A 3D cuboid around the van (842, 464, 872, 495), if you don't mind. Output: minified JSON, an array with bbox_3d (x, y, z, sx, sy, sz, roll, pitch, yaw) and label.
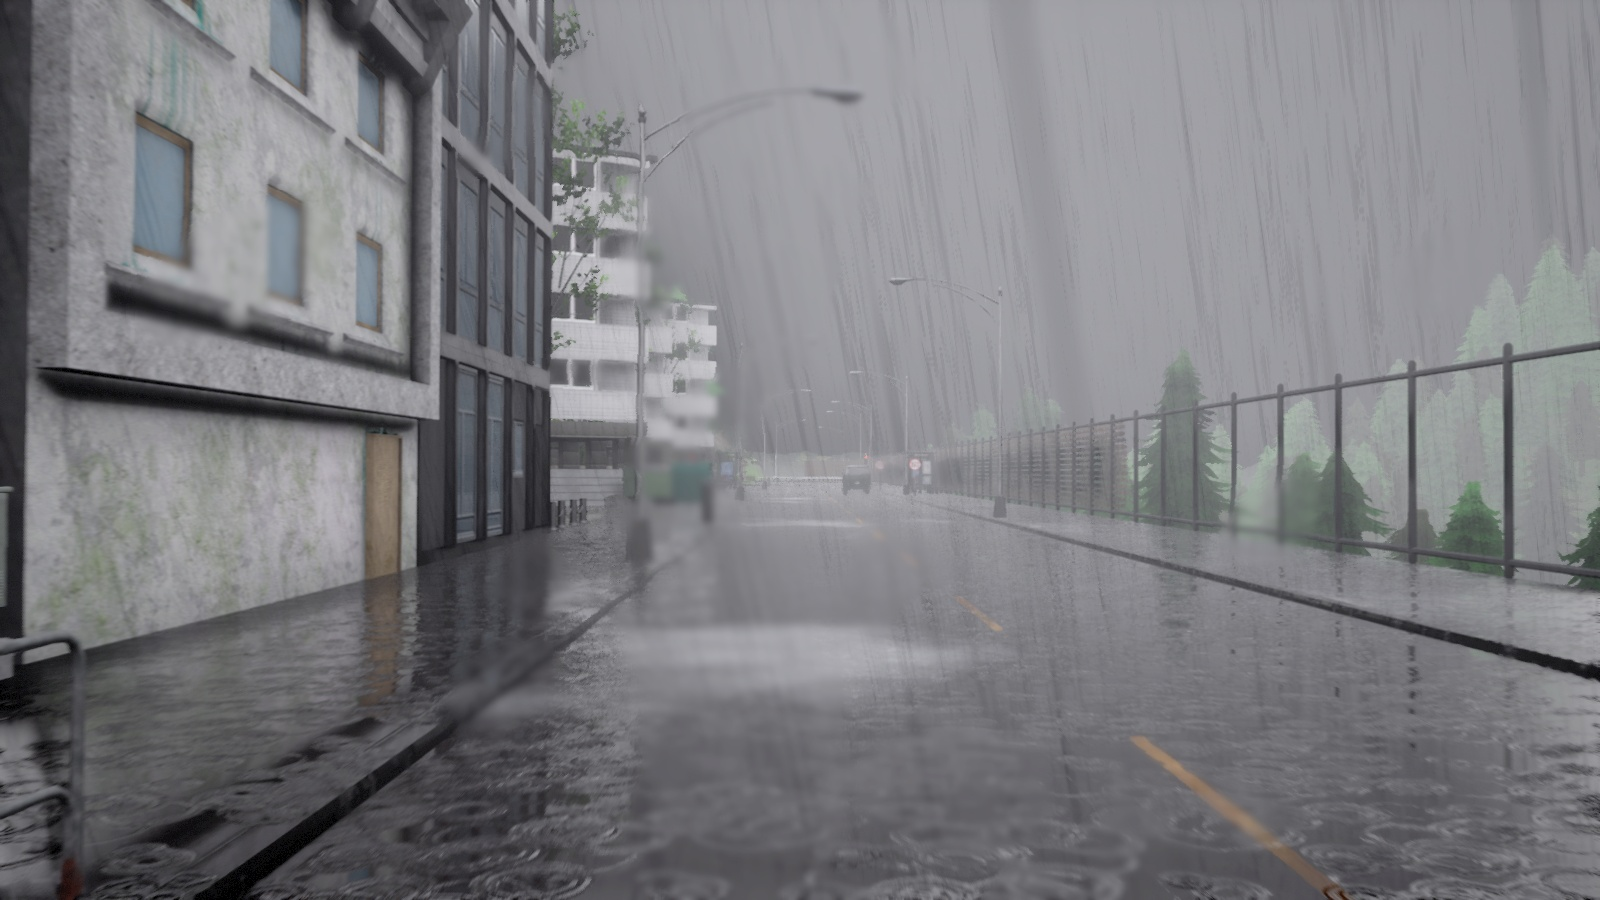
[{"bbox_3d":[3.783,1.950,83.658,1.775,1.987,4.442,0,-1,0],"label":"van"}]
